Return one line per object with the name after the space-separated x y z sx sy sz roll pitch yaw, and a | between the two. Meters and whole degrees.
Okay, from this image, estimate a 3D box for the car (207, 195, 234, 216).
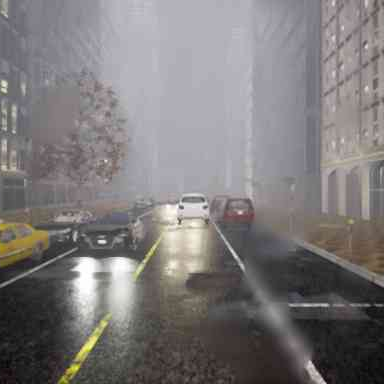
2.696 1.201 32.354 2.192 1.841 5.009 0 0 0 | car

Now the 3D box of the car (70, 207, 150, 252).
-3.100 1.518 13.452 1.994 1.385 4.181 0 0 0 | car

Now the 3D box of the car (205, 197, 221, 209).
2.696 1.366 43.908 1.752 1.417 4.829 0 0 0 | car

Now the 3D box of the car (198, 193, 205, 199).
2.700 1.058 94.966 1.967 1.590 4.097 0 0 0 | car

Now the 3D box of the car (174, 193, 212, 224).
0.095 1.139 24.212 2.150 2.045 5.566 0 0 0 | car

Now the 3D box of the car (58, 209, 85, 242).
-5.687 1.498 15.291 2.008 1.369 4.403 0 0 0 | car

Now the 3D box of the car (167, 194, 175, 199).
-5.682 1.226 89.290 1.802 1.307 4.206 0 0 0 | car

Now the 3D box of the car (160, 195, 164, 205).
-5.684 1.376 55.135 1.802 1.307 4.206 0 0 0 | car

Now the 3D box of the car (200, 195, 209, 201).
2.698 1.287 72.200 1.947 1.339 4.313 0 0 0 | car

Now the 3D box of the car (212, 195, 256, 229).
2.696 1.243 20.970 2.192 1.841 5.009 0 0 0 | car

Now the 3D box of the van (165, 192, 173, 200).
-5.681 1.011 83.597 1.690 1.788 3.998 0 0 0 | van

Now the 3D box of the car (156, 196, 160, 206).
-5.685 1.407 43.752 1.947 1.339 4.313 0 0 0 | car

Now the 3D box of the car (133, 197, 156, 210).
-5.685 1.415 38.060 2.008 1.369 4.403 0 0 0 | car

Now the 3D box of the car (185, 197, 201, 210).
0.102 1.375 41.628 1.812 1.442 4.674 0 0 0 | car

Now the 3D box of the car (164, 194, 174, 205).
-3.064 1.397 54.768 1.895 1.301 4.718 0 0 0 | car

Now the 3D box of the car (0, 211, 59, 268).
-5.687 1.493 9.427 1.752 1.417 4.829 0 0 0 | car
